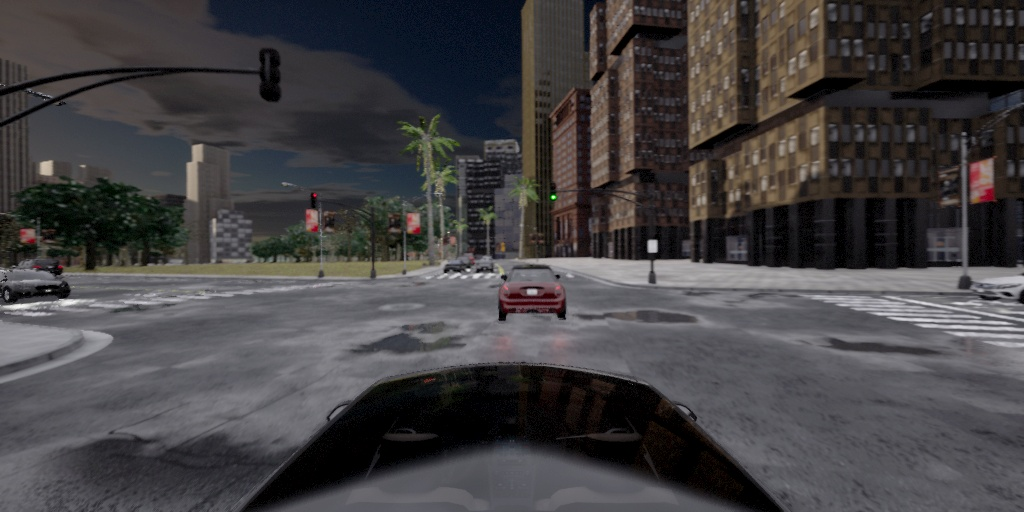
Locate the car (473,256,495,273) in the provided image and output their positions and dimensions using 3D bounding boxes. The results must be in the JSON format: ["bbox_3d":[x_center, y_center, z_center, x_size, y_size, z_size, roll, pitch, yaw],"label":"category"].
[{"bbox_3d":[-2.850,1.022,38.658,1.837,1.490,4.892,-1,1,-2],"label":"car"}]

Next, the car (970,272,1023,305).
[{"bbox_3d":[20.123,1.032,12.951,4.674,1.442,1.812,-1,0,19],"label":"car"}]

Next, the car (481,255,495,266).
[{"bbox_3d":[-3.857,0.675,57.659,2.097,1.767,4.553,-1,1,-4],"label":"car"}]

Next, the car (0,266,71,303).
[{"bbox_3d":[-24.428,1.425,17.927,4.892,1.490,1.837,0,0,19],"label":"car"}]

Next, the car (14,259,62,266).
[{"bbox_3d":[-49.365,1.315,37.218,5.566,2.045,2.150,0,0,19],"label":"car"}]

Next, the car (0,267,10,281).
[{"bbox_3d":[-50.397,1.712,34.033,4.718,1.301,1.895,0,0,19],"label":"car"}]

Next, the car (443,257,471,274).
[{"bbox_3d":[-6.085,1.093,38.913,2.033,1.411,5.357,-1,1,1],"label":"car"}]

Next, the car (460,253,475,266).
[{"bbox_3d":[-7.199,0.565,58.628,2.150,2.045,5.566,-1,1,-5],"label":"car"}]

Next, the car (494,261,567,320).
[{"bbox_3d":[0.665,1.072,12.703,2.097,1.767,4.553,0,0,2],"label":"car"}]

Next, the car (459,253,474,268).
[{"bbox_3d":[-6.522,0.803,48.246,2.097,1.767,4.553,-1,1,-3],"label":"car"}]
